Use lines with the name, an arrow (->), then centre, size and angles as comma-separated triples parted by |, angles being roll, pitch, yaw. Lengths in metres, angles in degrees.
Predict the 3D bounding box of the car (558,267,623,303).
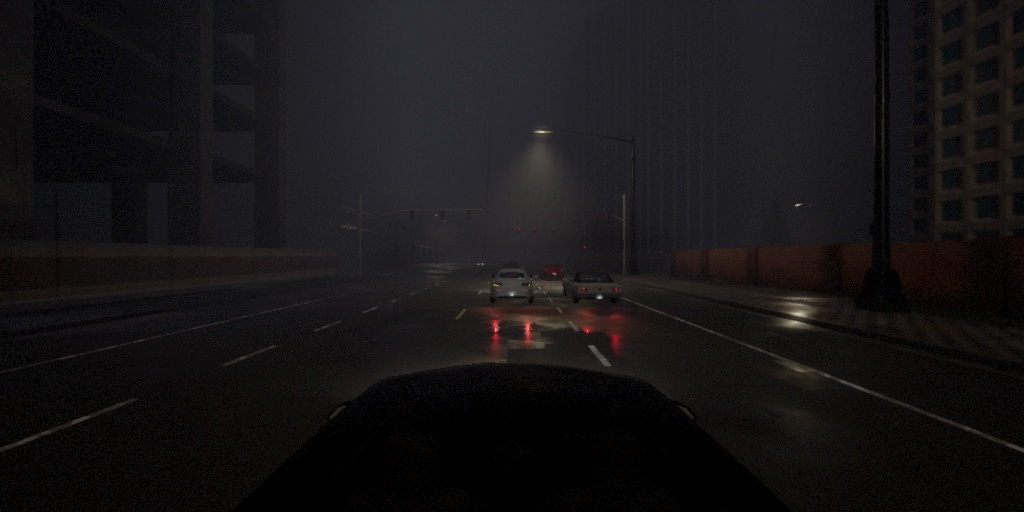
car -> 3.500, 1.365, 16.530 | 1.895, 1.301, 4.718 | 0, 0, 0

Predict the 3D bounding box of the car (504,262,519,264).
car -> -0.038, 1.265, 31.521 | 1.837, 1.490, 4.892 | 0, 0, -1

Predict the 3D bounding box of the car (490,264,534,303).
car -> 0.000, 1.282, 16.500 | 1.812, 1.442, 4.674 | 0, 0, 0

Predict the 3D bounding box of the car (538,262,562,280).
car -> 3.462, 1.282, 31.565 | 1.812, 1.442, 4.674 | 0, 0, -1
